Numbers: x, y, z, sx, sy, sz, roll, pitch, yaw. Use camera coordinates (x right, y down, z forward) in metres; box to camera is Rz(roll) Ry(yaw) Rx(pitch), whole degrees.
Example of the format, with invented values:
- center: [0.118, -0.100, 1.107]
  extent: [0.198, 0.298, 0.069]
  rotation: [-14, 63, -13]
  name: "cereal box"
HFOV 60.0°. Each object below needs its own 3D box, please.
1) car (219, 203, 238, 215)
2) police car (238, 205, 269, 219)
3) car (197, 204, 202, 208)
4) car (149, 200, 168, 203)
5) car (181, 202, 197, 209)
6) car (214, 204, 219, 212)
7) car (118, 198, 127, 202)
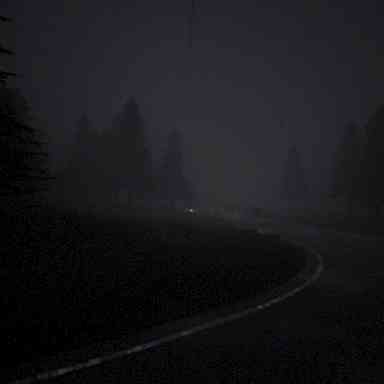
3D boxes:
- center: [5.986, 2.601, 50.260]
  extent: [1.837, 1.490, 4.892]
  rotation: [2, -1, -10]
  name: "car"
- center: [7.663, 2.373, 40.515]
  extent: [1.930, 1.638, 5.238]
  rotation: [2, -1, -10]
  name: "police car"
- center: [0.853, 2.756, 74.504]
  extent: [1.882, 1.535, 5.008]
  rotation: [2, -1, -10]
  name: "car"
- center: [-8.741, 2.616, 86.826]
  extent: [5.008, 1.535, 1.882]
  rotation: [2, -1, -9]
  name: "car"
- center: [-0.985, 2.780, 66.269]
  extent: [2.033, 1.411, 5.357]
  rotation: [2, -1, -10]
  name: "car"
- center: [4.970, 2.690, 56.173]
  extent: [1.837, 1.490, 4.892]
  rotation: [2, -1, -10]
  name: "car"
- center: [-19.880, 2.509, 93.525]
  extent: [1.905, 1.878, 3.866]
  rotation: [2, -1, -40]
  name: "car"
